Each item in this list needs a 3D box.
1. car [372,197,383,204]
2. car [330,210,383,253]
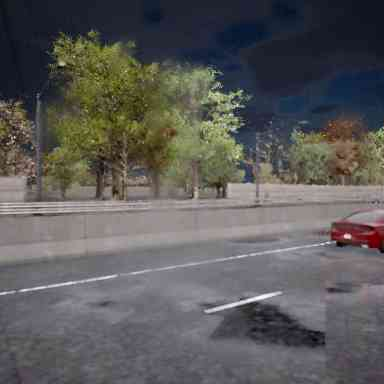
[{"bbox_3d":[32.919,1.574,57.520,4.181,1.385,1.994,0,0,-35],"label":"car"},{"bbox_3d":[7.731,1.471,13.628,5.008,1.535,1.882,0,0,-35],"label":"car"}]
